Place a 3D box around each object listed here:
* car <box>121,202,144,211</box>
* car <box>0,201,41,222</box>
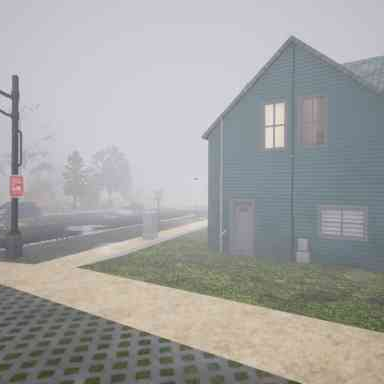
[{"bbox_3d":[-8.704,2.105,48.926,1.994,1.385,4.181,1,-1,20],"label":"car"},{"bbox_3d":[-15.478,1.584,29.060,2.097,1.767,4.553,1,-1,17],"label":"car"}]
